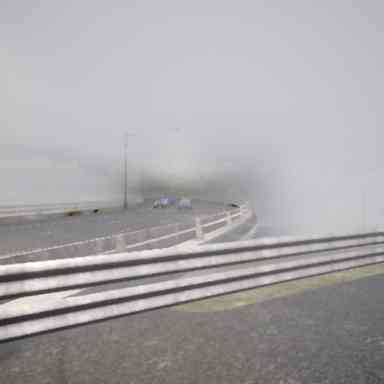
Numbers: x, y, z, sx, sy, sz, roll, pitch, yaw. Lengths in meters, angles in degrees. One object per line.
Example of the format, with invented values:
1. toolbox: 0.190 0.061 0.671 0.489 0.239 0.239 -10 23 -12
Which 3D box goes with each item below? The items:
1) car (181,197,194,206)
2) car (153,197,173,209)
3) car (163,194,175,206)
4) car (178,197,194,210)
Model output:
1. car: -0.813 1.691 59.249 2.128 1.511 4.902 0 0 -3
2. car: -4.250 1.732 47.685 1.895 1.301 4.718 0 0 3
3. car: -4.209 1.390 58.297 2.150 2.045 5.566 0 0 -5
4. car: -0.831 1.698 45.363 2.033 1.411 5.357 0 0 3
